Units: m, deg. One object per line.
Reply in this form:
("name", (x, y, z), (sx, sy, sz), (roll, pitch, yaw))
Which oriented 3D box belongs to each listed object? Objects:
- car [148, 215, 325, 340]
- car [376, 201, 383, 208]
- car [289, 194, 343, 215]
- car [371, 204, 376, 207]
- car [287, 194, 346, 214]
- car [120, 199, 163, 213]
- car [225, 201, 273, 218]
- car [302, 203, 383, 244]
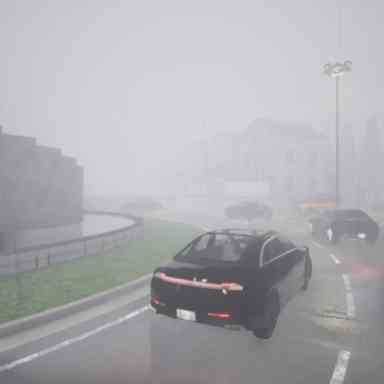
("car", (1.120, 1.488, 6.724), (2.128, 1.511, 4.902), (0, 0, 30))
("car", (21.786, 1.449, 34.205), (5.008, 1.535, 1.882), (0, 0, -22))
("car", (11.965, 1.329, 31.501), (4.553, 1.767, 2.097), (0, 0, -12))
("car", (22.961, 1.569, 38.465), (4.718, 1.301, 1.895), (0, 0, -22))
("car", (13.193, 1.197, 35.253), (5.566, 2.045, 2.150), (0, 0, -12))
("car", (-5.571, 1.472, 36.591), (4.902, 1.511, 2.128), (0, 0, 22))
("car", (4.397, 1.474, 26.561), (2.128, 1.511, 4.902), (0, 0, -24))
("car", (6.982, 1.494, 15.803), (1.837, 1.490, 4.892), (0, 0, 3))
